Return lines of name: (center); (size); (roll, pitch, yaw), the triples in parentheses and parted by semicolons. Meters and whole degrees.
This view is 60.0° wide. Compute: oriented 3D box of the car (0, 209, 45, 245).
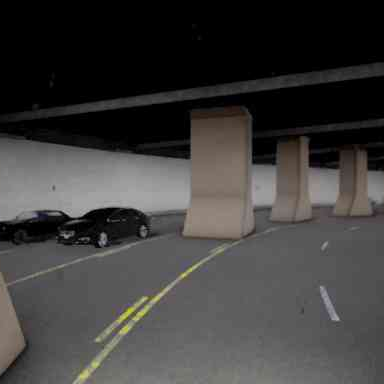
car: (-7.169, 1.495, 15.251); (1.895, 1.301, 4.718); (0, 0, 23)

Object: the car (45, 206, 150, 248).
car: (-3.644, 1.408, 14.489); (1.837, 1.490, 4.892); (0, 0, 24)

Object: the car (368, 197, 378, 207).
car: (22.727, 1.257, 44.779); (4.718, 1.301, 1.895); (0, 0, -29)
